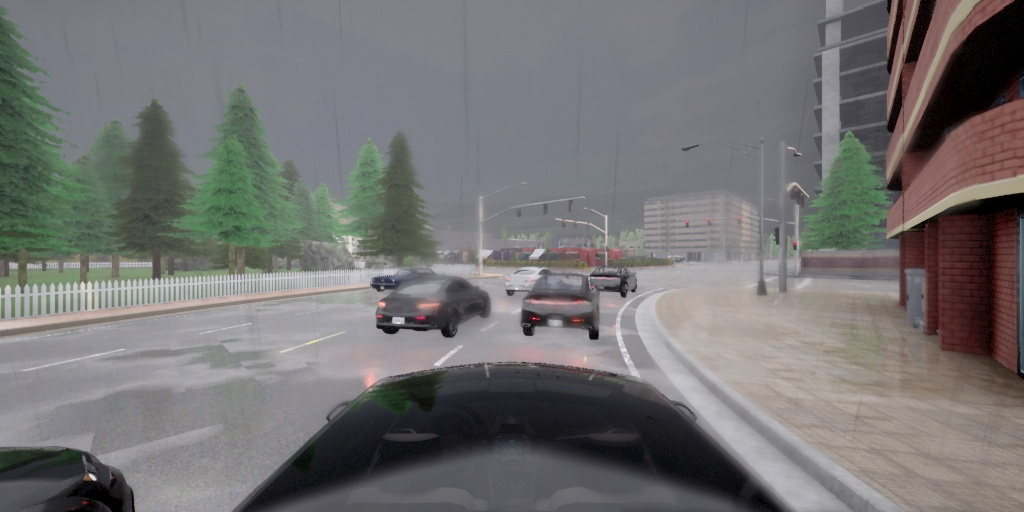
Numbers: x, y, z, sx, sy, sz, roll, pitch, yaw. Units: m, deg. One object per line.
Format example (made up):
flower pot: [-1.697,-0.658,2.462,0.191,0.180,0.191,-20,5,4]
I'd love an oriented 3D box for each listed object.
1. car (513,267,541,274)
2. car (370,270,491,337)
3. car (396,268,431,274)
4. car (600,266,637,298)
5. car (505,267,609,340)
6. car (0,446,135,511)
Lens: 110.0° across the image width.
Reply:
car: [1.227,1.276,18.757,1.812,1.442,4.674,0,0,26]
car: [-2.007,1.276,10.252,1.812,1.442,4.674,0,0,13]
car: [-5.898,1.371,20.969,1.895,1.301,4.718,0,0,26]
car: [5.304,1.241,18.753,2.128,1.511,4.902,0,0,28]
car: [1.540,1.242,10.128,2.128,1.511,4.902,0,0,14]
car: [-3.170,1.314,0.344,1.994,1.385,4.181,0,0,-2]
